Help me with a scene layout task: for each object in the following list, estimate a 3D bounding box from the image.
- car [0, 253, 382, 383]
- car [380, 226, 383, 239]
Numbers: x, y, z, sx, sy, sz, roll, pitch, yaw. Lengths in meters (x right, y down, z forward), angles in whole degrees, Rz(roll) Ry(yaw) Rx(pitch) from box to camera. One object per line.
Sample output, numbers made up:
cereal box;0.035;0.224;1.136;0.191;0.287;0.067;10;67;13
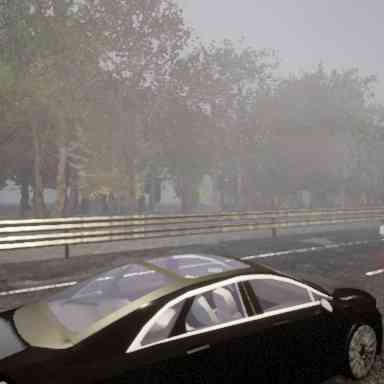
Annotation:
car;0.317;1.503;3.864;4.902;1.511;2.128;0;0;-35
car;10.462;1.674;14.652;4.718;1.301;1.895;0;0;-31
